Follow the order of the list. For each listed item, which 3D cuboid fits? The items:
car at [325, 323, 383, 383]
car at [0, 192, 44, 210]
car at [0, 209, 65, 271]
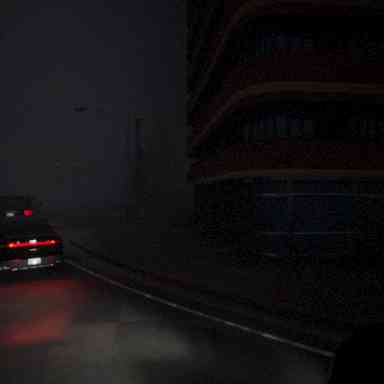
[{"bbox_3d":[3.321,1.491,1.734,4.902,1.511,2.128,0,0,33],"label":"car"},{"bbox_3d":[-9.901,1.208,18.930,2.150,2.045,5.566,0,0,-21],"label":"car"},{"bbox_3d":[-5.420,1.497,10.313,1.837,1.490,4.892,0,0,-37],"label":"car"}]
